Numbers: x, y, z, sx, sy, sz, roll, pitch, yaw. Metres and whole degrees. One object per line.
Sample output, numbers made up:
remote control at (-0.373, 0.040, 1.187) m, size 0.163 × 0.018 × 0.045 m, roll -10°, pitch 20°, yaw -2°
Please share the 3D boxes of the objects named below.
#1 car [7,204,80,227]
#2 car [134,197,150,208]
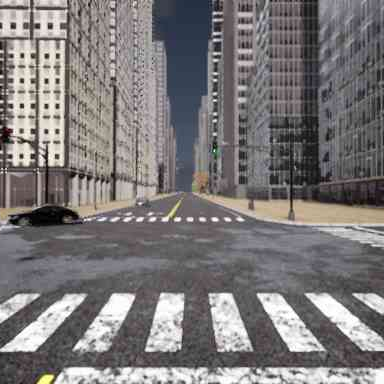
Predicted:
car at (-10.280, 1.607, 23.270) m, size 4.674 × 1.442 × 1.812 m, roll 0°, pitch 1°, yaw -40°
car at (-7.249, 1.478, 48.814) m, size 2.128 × 1.511 × 4.902 m, roll 0°, pitch 0°, yaw -1°
